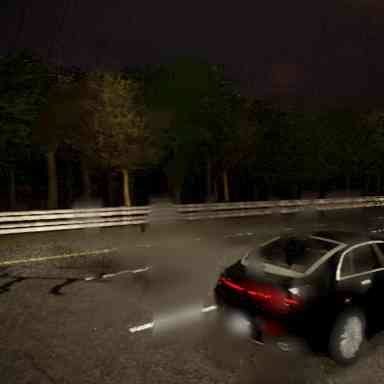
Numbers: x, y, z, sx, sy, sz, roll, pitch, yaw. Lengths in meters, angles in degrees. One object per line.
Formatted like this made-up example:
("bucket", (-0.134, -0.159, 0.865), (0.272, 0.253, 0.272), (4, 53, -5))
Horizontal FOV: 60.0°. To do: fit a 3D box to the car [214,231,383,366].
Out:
("car", (2.608, 1.436, 5.732), (4.892, 1.490, 1.837), (-1, 1, -36))
